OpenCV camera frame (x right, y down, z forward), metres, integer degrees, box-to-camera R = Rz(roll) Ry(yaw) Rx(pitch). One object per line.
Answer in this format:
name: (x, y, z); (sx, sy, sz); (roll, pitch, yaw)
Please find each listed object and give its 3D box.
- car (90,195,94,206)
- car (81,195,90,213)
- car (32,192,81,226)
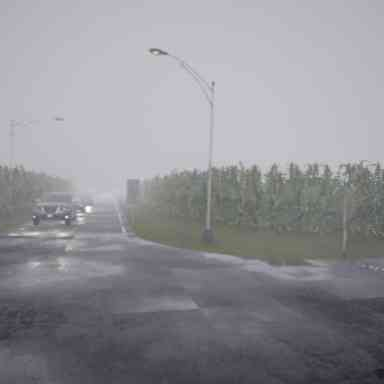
car: (-15.069, 1.162, 47.486); (2.128, 1.511, 4.902); (1, 0, -13)
car: (-11.738, 1.276, 33.576); (1.812, 1.442, 4.674); (1, 0, -13)
car: (-8.986, 1.032, 22.243); (2.150, 2.045, 5.566); (1, 0, -14)
